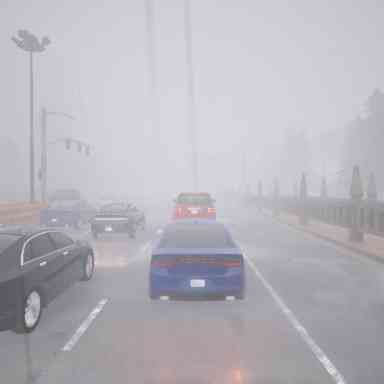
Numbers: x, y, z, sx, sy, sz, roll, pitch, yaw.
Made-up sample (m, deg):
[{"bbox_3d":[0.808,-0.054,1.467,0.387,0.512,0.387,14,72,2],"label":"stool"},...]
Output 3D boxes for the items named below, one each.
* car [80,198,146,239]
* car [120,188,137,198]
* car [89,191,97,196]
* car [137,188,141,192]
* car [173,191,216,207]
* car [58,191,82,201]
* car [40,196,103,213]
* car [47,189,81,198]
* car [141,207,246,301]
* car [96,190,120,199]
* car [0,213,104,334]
[{"bbox_3d":[-3.381,1.279,15.988,2.128,1.511,4.902,0,1,0],"label":"car"},{"bbox_3d":[-13.787,0.185,70.459,2.150,2.045,5.566,0,1,0],"label":"car"},{"bbox_3d":[-20.781,0.460,72.057,1.812,1.442,4.674,0,1,0],"label":"car"},{"bbox_3d":[-13.730,-0.056,86.341,2.150,2.045,5.566,0,1,0],"label":"car"},{"bbox_3d":[0.121,0.977,18.071,2.150,2.045,5.566,0,1,0],"label":"car"},{"bbox_3d":[-20.910,0.651,57.192,2.128,1.511,4.902,0,1,1],"label":"car"},{"bbox_3d":[-6.872,1.218,19.070,1.882,1.535,5.008,0,1,0],"label":"car"},{"bbox_3d":[-14.010,0.695,36.613,2.150,2.045,5.566,0,1,0],"label":"car"},{"bbox_3d":[0.100,1.383,8.202,1.882,1.535,5.008,0,1,0],"label":"car"},{"bbox_3d":[-13.926,0.752,55.390,1.994,1.385,4.181,0,1,0],"label":"car"},{"bbox_3d":[-3.402,1.434,6.615,1.837,1.490,4.892,0,1,0],"label":"car"}]
